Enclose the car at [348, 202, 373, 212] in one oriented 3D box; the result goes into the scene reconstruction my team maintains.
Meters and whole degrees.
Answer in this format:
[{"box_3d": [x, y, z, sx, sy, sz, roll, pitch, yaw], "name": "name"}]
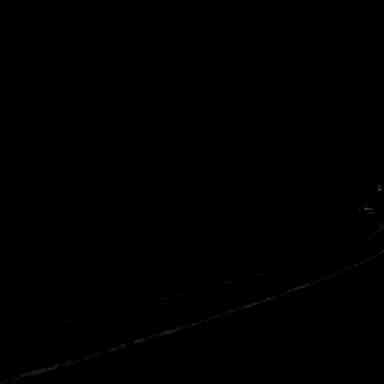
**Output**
[{"box_3d": [26.389, 2.348, 52.223, 1.837, 1.490, 4.892, -4, -3, -2], "name": "car"}]
